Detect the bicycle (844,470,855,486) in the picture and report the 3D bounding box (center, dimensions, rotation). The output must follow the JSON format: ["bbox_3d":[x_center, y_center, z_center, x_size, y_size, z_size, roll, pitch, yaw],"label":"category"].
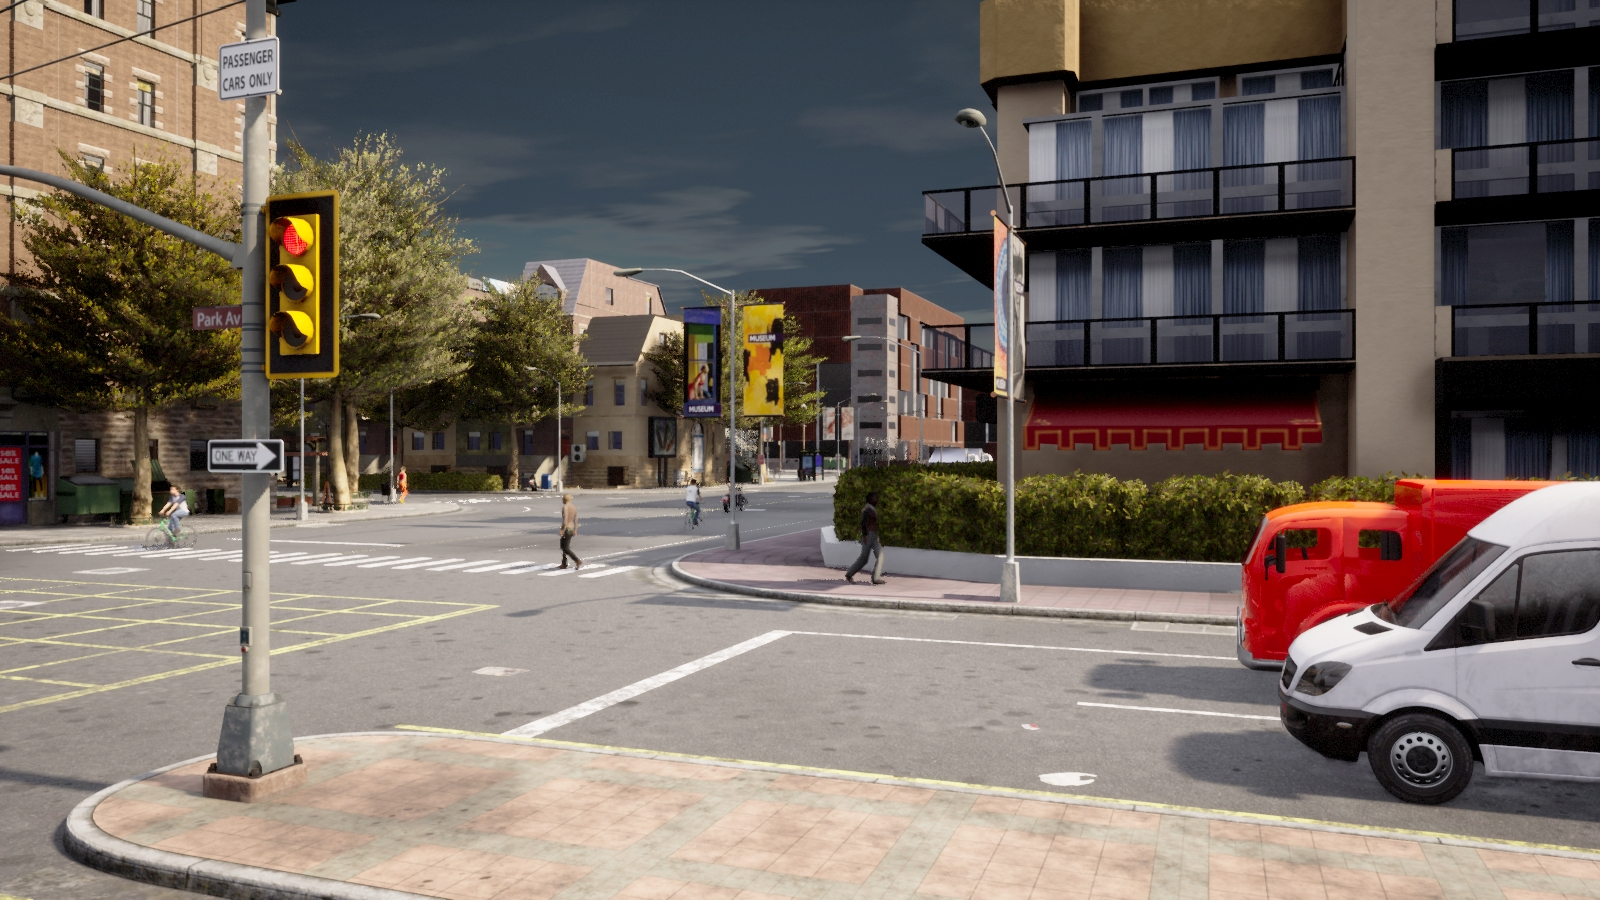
[{"bbox_3d":[3.870,2.206,89.355,0.373,1.196,1.643,0,0,20],"label":"bicycle"}]

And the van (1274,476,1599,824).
[{"bbox_3d":[7.076,1.534,9.260,5.915,2.561,1.988,0,0,21],"label":"van"}]

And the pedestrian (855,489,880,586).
[{"bbox_3d":[1.314,1.696,22.286,0.375,1.860,0.375,0,0,24],"label":"pedestrian"}]

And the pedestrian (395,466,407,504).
[{"bbox_3d":[-19.343,1.696,55.348,0.375,1.860,0.375,0,0,23],"label":"pedestrian"}]

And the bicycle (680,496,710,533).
[{"bbox_3d":[-3.629,2.206,39.576,0.373,1.196,1.643,0,0,20],"label":"bicycle"}]

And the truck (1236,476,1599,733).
[{"bbox_3d":[7.678,1.568,12.781,5.204,2.467,2.627,0,0,20],"label":"truck"}]

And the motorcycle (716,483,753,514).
[{"bbox_3d":[-2.923,2.170,51.486,0.764,1.277,2.356,0,0,20],"label":"motorcycle"}]

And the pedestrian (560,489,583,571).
[{"bbox_3d":[-5.308,1.849,26.510,0.375,1.860,0.375,0,0,24],"label":"pedestrian"}]
